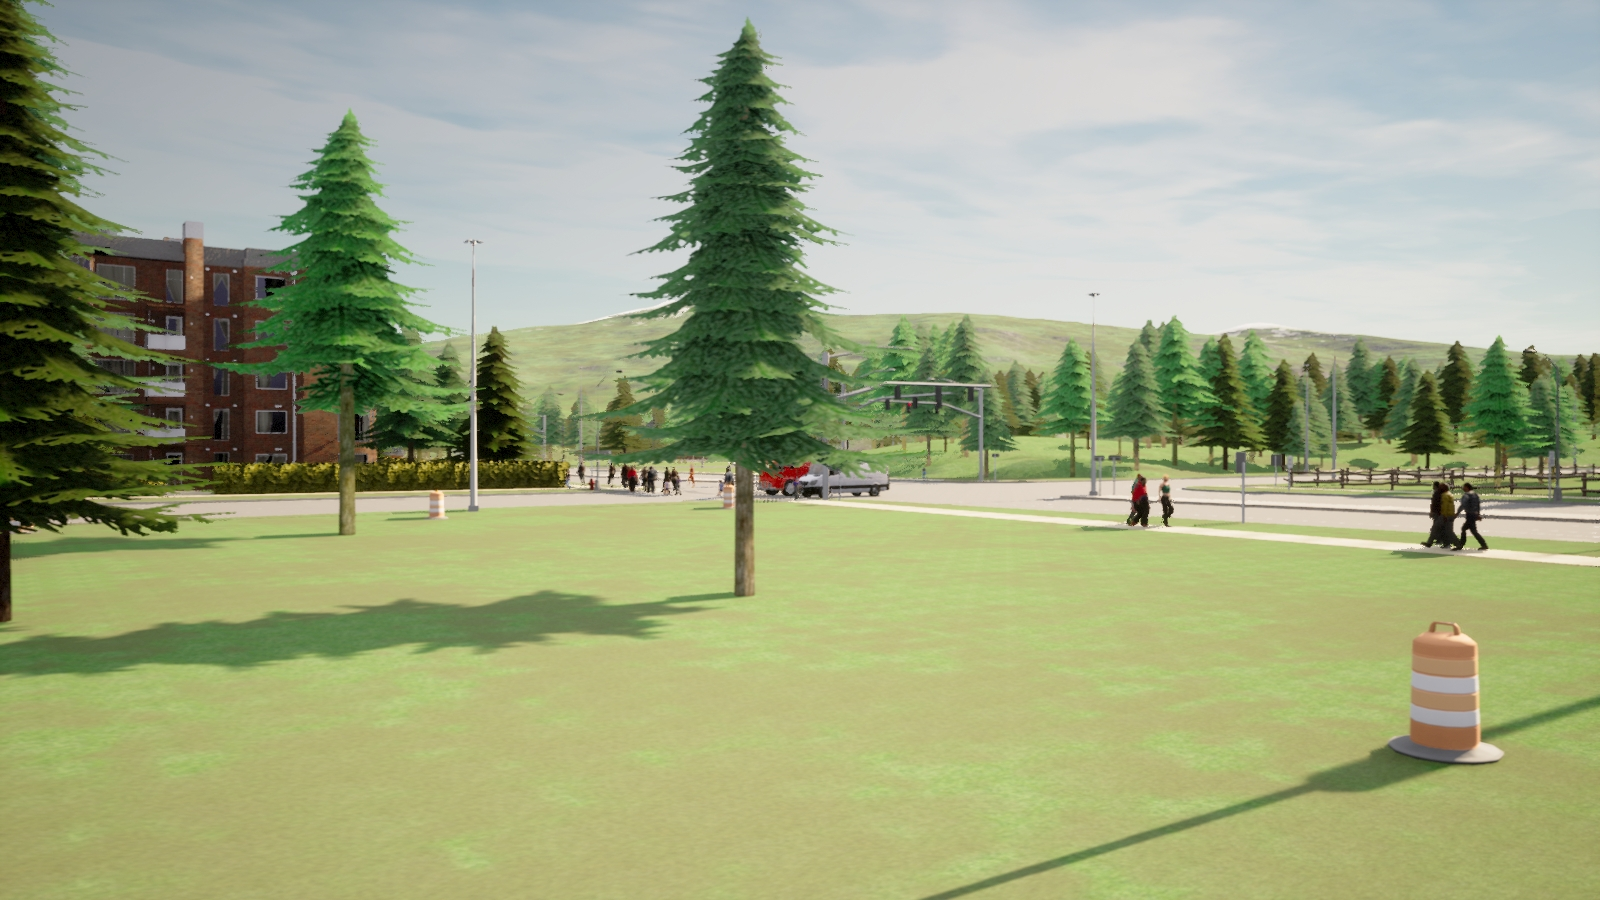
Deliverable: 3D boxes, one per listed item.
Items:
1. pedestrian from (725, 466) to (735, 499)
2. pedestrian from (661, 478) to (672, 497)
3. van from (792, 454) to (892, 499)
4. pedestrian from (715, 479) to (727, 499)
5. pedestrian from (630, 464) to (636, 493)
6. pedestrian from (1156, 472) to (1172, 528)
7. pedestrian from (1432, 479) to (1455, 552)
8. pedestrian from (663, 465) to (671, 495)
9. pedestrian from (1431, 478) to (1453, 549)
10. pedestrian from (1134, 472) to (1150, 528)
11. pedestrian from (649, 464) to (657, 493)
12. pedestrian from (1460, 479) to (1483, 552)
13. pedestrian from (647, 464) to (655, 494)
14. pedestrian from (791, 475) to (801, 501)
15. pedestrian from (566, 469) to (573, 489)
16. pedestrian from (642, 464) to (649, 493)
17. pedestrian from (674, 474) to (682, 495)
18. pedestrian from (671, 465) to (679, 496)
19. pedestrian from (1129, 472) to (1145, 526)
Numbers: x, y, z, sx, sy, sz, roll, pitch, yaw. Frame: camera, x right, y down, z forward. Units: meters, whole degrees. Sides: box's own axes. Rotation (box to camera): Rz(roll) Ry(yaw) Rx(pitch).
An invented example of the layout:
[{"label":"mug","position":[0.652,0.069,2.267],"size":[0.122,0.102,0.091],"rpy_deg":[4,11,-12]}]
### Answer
[{"label":"pedestrian","position":[-3.949,1.832,64.263],"size":[0.375,1.860,0.375],"rpy_deg":[0,0,-44]},{"label":"pedestrian","position":[-8.022,2.237,68.763],"size":[0.500,1.100,0.500],"rpy_deg":[0,0,-36]},{"label":"van","position":[2.521,1.515,67.637],"size":[5.915,2.561,1.988],"rpy_deg":[0,0,-35]},{"label":"pedestrian","position":[-4.499,2.212,65.241],"size":[0.500,1.100,0.500],"rpy_deg":[0,0,-41]},{"label":"pedestrian","position":[-10.774,1.832,73.685],"size":[0.375,1.860,0.375],"rpy_deg":[0,0,-13]},{"label":"pedestrian","position":[12.266,1.681,38.512],"size":[0.375,1.860,0.375],"rpy_deg":[0,0,-30]},{"label":"pedestrian","position":[16.592,1.681,29.451],"size":[0.375,1.860,0.375],"rpy_deg":[0,0,-32]},{"label":"pedestrian","position":[-8.149,1.832,70.132],"size":[0.375,1.860,0.375],"rpy_deg":[0,0,-38]},{"label":"pedestrian","position":[17.039,1.681,30.330],"size":[0.375,1.860,0.375],"rpy_deg":[0,0,-28]},{"label":"pedestrian","position":[11.541,1.681,38.564],"size":[0.375,1.860,0.375],"rpy_deg":[0,0,-29]},{"label":"pedestrian","position":[-9.501,1.832,73.764],"size":[0.375,1.860,0.375],"rpy_deg":[0,0,-32]},{"label":"pedestrian","position":[17.398,1.681,29.602],"size":[0.375,1.860,0.375],"rpy_deg":[0,0,-29]},{"label":"pedestrian","position":[-9.415,1.832,72.059],"size":[0.375,1.860,0.375],"rpy_deg":[0,0,-31]},{"label":"pedestrian","position":[-0.220,1.961,58.722],"size":[0.375,1.300,0.375],"rpy_deg":[0,0,-31]},{"label":"pedestrian","position":[-15.586,1.961,77.219],"size":[0.375,1.300,0.375],"rpy_deg":[0,0,-31]},{"label":"pedestrian","position":[-10.066,1.832,74.501],"size":[0.375,1.860,0.375],"rpy_deg":[0,0,-32]},{"label":"pedestrian","position":[-7.509,2.112,70.294],"size":[0.375,1.300,0.375],"rpy_deg":[0,0,-35]},{"label":"pedestrian","position":[-7.571,1.832,69.207],"size":[0.375,1.860,0.375],"rpy_deg":[0,0,-35]},{"label":"pedestrian","position":[11.672,1.682,39.519],"size":[0.375,1.860,0.375],"rpy_deg":[0,0,-30]}]
